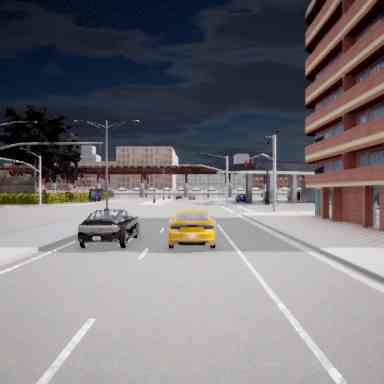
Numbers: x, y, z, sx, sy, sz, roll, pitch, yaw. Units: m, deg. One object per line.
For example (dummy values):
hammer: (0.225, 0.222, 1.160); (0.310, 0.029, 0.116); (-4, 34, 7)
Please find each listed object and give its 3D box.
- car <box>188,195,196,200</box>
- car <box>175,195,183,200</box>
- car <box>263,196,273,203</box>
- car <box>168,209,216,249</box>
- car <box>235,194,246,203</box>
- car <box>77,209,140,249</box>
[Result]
car: (0.000, 1.539, 90.316); (1.994, 1.385, 4.181); (0, 0, 0)
car: (-3.500, 1.487, 90.316); (1.837, 1.490, 4.892); (0, 0, 0)
car: (15.455, 1.454, 66.403); (1.970, 1.475, 3.806); (0, 0, 0)
car: (0.000, 1.483, 14.650); (1.882, 1.535, 5.008); (0, 0, 0)
car: (9.710, 1.293, 65.641); (2.242, 1.667, 4.611); (0, 0, 0)
car: (-3.503, 1.491, 14.649); (2.128, 1.511, 4.902); (0, 0, 0)
